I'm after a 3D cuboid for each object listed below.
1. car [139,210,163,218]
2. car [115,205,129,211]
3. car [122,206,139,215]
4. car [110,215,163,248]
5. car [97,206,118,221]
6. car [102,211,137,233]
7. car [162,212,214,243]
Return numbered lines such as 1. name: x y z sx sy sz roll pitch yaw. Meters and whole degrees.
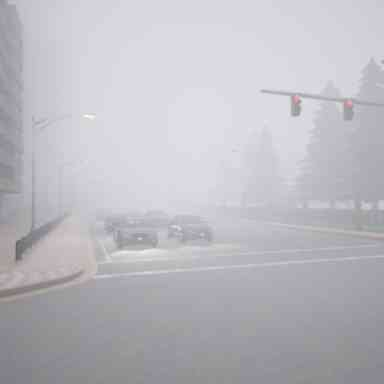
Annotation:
1. car: -3.154 2.417 29.431 1.882 1.535 5.008 0 -2 -18
2. car: -19.551 4.447 92.439 1.812 1.442 4.674 0 -2 -19
3. car: -7.367 2.917 42.364 1.994 1.385 4.181 0 -1 -18
4. car: -3.164 2.181 18.203 1.994 1.385 4.181 0 -2 -18
5. car: -11.225 2.904 42.920 2.128 1.511 4.902 0 -2 -18
6. car: -5.912 2.488 26.599 1.895 1.301 4.718 0 -2 -18
7. car: -0.204 2.154 20.416 1.837 1.490 4.892 0 -2 -18
